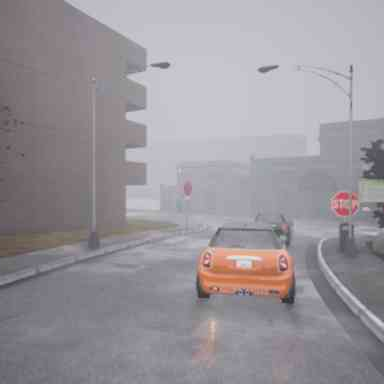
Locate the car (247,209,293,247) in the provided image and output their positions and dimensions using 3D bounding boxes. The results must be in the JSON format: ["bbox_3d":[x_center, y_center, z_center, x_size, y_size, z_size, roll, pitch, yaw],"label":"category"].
[{"bbox_3d":[4.536,1.879,18.743,2.097,1.767,4.553,0,-2,19],"label":"car"}]

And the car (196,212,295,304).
[{"bbox_3d":[1.475,1.569,8.944,2.097,1.767,4.553,0,-2,11],"label":"car"}]
